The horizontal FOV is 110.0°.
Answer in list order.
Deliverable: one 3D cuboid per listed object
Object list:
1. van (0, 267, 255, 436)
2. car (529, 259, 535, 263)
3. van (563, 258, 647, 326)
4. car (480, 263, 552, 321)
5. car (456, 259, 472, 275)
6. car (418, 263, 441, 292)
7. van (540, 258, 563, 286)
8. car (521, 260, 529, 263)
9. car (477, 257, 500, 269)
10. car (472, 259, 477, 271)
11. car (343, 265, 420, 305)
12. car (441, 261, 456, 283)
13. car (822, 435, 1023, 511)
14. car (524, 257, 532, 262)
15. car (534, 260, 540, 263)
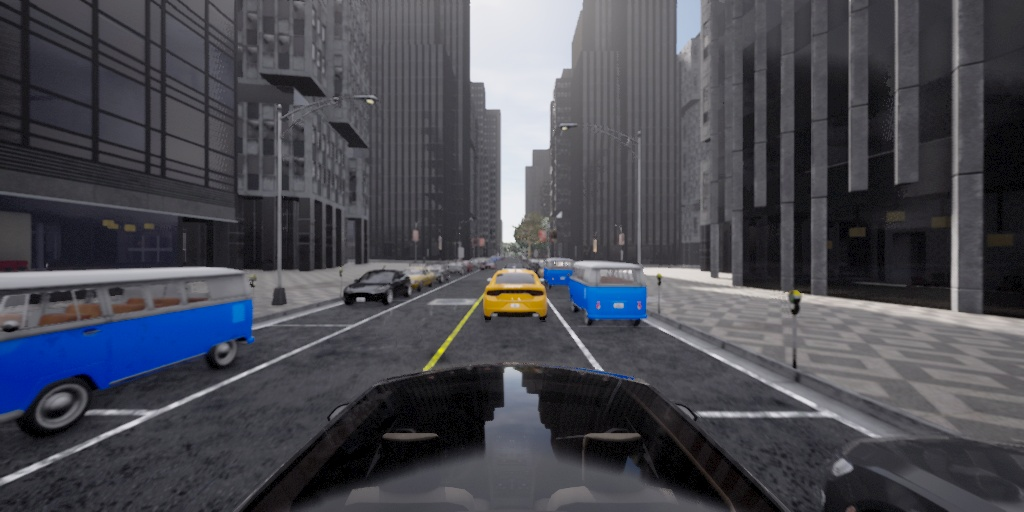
[{"bbox_3d":[-5.749,1.077,5.146,1.690,1.789,3.998,0,0,0],"label":"van"},{"bbox_3d":[2.908,1.216,32.900,1.948,1.339,4.313,0,0,0],"label":"car"},{"bbox_3d":[2.805,1.059,11.247,1.690,1.789,3.998,0,0,0],"label":"van"},{"bbox_3d":[0.119,1.192,12.377,1.882,1.535,5.008,0,0,1],"label":"car"},{"bbox_3d":[-5.602,1.187,36.174,2.007,1.370,4.403,0,0,0],"label":"car"},{"bbox_3d":[-5.674,1.209,20.843,1.751,1.417,4.829,0,0,0],"label":"car"},{"bbox_3d":[2.857,1.024,22.074,1.690,1.789,3.998,0,0,0],"label":"van"},{"bbox_3d":[0.212,1.259,29.732,1.895,1.301,4.718,0,0,1],"label":"car"},{"bbox_3d":[-2.884,1.176,45.031,1.994,1.385,4.181,0,0,0],"label":"car"},{"bbox_3d":[-5.576,1.166,41.618,1.888,1.381,4.507,0,0,0],"label":"car"},{"bbox_3d":[-5.699,1.267,15.724,1.948,1.339,4.313,0,0,0],"label":"car"},{"bbox_3d":[-5.648,1.218,26.302,2.007,1.370,4.403,0,0,0],"label":"car"},{"bbox_3d":[2.754,1.306,0.421,2.007,1.370,4.403,0,0,0],"label":"car"},{"bbox_3d":[2.977,1.157,47.471,2.007,1.370,4.403,0,0,0],"label":"car"},{"bbox_3d":[2.883,1.192,27.656,1.751,1.417,4.829,0,0,0],"label":"car"}]
